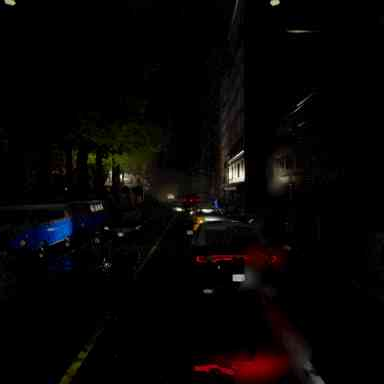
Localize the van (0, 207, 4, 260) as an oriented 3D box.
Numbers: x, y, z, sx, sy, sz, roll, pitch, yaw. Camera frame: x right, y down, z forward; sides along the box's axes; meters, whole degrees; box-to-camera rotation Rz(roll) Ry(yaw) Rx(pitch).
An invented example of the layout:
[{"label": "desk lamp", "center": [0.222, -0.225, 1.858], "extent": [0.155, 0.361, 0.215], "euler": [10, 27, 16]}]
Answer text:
[{"label": "van", "center": [-5.678, 1.340, 6.459], "extent": [1.690, 1.788, 3.998], "euler": [0, 0, 0]}]

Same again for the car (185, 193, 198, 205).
[{"label": "car", "center": [-0.074, 1.160, 59.370], "extent": [2.150, 2.045, 5.566], "euler": [0, 0, 0]}]

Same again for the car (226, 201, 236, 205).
[{"label": "car", "center": [2.826, 1.571, 23.474], "extent": [1.802, 1.307, 4.206], "euler": [0, 0, 0]}]

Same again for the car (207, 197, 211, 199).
[{"label": "car", "center": [2.813, 1.522, 34.795], "extent": [1.887, 1.381, 4.507], "euler": [0, 0, 0]}]

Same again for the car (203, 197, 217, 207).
[{"label": "car", "center": [2.792, 1.518, 51.776], "extent": [1.947, 1.339, 4.313], "euler": [0, 0, 0]}]

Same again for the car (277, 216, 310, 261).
[{"label": "car", "center": [2.841, 1.541, 12.153], "extent": [1.887, 1.381, 4.507], "euler": [0, 0, 0]}]

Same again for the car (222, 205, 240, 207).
[{"label": "car", "center": [2.834, 1.575, 17.813], "extent": [1.802, 1.307, 4.206], "euler": [0, 0, 0]}]

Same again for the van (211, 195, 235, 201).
[{"label": "van", "center": [2.819, 1.325, 29.134], "extent": [1.690, 1.788, 3.998], "euler": [0, 0, 0]}]

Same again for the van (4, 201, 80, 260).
[{"label": "van", "center": [-5.686, 1.338, 12.117], "extent": [1.690, 1.788, 3.998], "euler": [0, 0, 0]}]

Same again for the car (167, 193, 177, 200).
[{"label": "car", "center": [-5.781, 1.403, 89.583], "extent": [1.752, 1.417, 4.829], "euler": [0, 0, 0]}]

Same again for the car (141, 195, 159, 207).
[{"label": "car", "center": [-5.726, 1.277, 46.064], "extent": [2.192, 1.841, 5.009], "euler": [0, 0, 0]}]

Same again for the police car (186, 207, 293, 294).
[{"label": "police car", "center": [0.889, 1.423, 8.893], "extent": [1.930, 1.638, 5.238], "euler": [0, 0, 0]}]

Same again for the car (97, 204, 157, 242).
[{"label": "car", "center": [-3.020, 1.520, 16.368], "extent": [1.812, 1.442, 4.674], "euler": [0, 0, 0]}]

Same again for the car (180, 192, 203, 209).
[{"label": "car", "center": [-0.053, 1.185, 44.775], "extent": [2.150, 2.045, 5.566], "euler": [0, 0, 0]}]

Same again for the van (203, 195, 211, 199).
[{"label": "van", "center": [2.798, 1.303, 46.115], "extent": [1.690, 1.788, 3.998], "euler": [0, 0, 0]}]

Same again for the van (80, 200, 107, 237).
[{"label": "van", "center": [-5.692, 1.334, 17.775], "extent": [1.690, 1.788, 3.998], "euler": [0, 0, 0]}]

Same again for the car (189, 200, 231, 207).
[{"label": "car", "center": [0.876, 1.448, 18.973], "extent": [1.801, 1.575, 5.366], "euler": [0, 0, 0]}]
